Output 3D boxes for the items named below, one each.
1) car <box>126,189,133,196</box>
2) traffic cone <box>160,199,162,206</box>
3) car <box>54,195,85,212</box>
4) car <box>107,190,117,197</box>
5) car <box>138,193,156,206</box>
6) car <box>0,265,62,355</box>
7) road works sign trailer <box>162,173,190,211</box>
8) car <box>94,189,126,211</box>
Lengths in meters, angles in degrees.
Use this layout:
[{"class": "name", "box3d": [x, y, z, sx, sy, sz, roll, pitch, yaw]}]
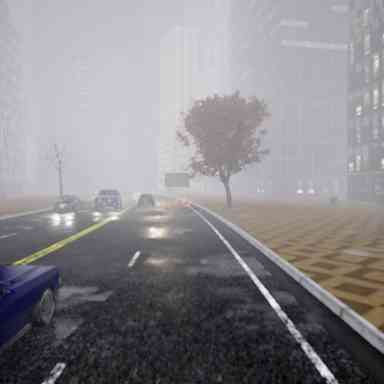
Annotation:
[{"class": "car", "box3d": [-14.189, 0.122, 73.768, 2.033, 1.411, 5.357, 0, 1, -12]}, {"class": "traffic cone", "box3d": [-3.533, 1.295, 39.136, 0.340, 0.580, 0.340, 0, 1, -6]}, {"class": "car", "box3d": [-11.261, 0.996, 30.805, 2.128, 1.511, 4.902, 0, 1, -5]}, {"class": "car", "box3d": [-16.842, 0.279, 70.521, 1.837, 1.490, 4.892, 0, 1, -11]}, {"class": "car", "box3d": [-5.313, 0.874, 38.882, 1.812, 1.442, 4.674, 0, 1, -6]}, {"class": "car", "box3d": [-3.200, 1.543, 3.789, 1.895, 1.301, 4.718, 0, 1, -1]}, {"class": "road works sign trailer", "box3d": [-1.445, -0.082, 32.290, 2.380, 3.560, 2.880, 0, 1, -6]}, {"class": "car", "box3d": [-8.168, 0.685, 32.855, 2.150, 2.045, 5.566, 0, 1, -5]}]
